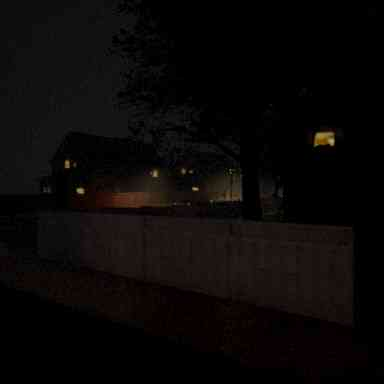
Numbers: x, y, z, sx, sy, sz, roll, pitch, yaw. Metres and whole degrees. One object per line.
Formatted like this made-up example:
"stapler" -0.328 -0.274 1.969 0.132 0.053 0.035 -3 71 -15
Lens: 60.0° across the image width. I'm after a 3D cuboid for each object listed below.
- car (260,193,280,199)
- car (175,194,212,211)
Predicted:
"car" 11.183 0.850 48.735 1.895 1.301 4.718 2 2 35
"car" 0.239 1.005 33.394 1.837 1.490 4.892 2 2 35
